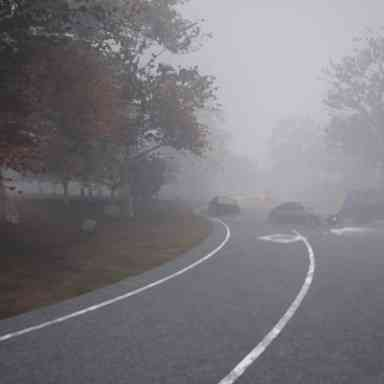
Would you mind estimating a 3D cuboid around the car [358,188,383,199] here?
[{"bbox_3d":[27.610,0.199,49.486,5.008,1.535,1.882,0,1,13],"label":"car"}]

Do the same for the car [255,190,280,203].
[{"bbox_3d":[9.620,0.574,43.550,2.097,1.767,4.553,0,2,44],"label":"car"}]

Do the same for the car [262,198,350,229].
[{"bbox_3d":[6.448,1.250,19.289,1.994,1.385,4.181,-2,1,-34],"label":"car"}]

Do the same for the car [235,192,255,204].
[{"bbox_3d":[5.933,0.782,43.903,1.882,1.535,5.008,-1,1,37],"label":"car"}]

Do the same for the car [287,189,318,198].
[{"bbox_3d":[17.362,0.308,52.290,4.902,1.511,2.128,-2,1,-15],"label":"car"}]

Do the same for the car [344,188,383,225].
[{"bbox_3d":[11.201,0.812,18.340,5.566,2.045,2.150,0,2,44],"label":"car"}]

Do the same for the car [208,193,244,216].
[{"bbox_3d":[2.612,1.112,28.214,1.882,1.535,5.008,-1,1,-7],"label":"car"}]
